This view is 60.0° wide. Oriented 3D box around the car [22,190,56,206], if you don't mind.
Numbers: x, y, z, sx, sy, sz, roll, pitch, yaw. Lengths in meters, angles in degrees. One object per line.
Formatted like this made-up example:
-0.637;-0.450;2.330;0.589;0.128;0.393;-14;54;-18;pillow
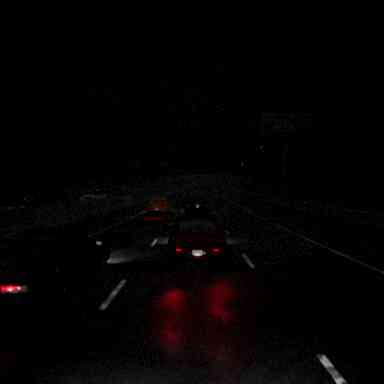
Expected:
-20.210;0.732;44.256;2.150;2.045;5.566;0;1;2;car

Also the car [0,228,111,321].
-3.359;1.536;7.593;2.033;1.411;5.357;0;0;0;car

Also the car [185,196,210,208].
0.504;1.152;29.097;2.097;1.767;4.553;0;1;1;car

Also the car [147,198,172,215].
-2.953;1.250;30.826;1.882;1.535;5.008;0;1;2;car

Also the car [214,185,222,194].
6.605;-0.227;84.025;2.128;1.511;4.902;0;3;4;car

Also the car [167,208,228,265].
0.180;1.500;11.504;1.812;1.442;4.674;0;0;1;car

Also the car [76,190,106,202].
-13.190;0.721;44.728;2.150;2.045;5.566;0;1;2;car

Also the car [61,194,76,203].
-16.609;1.023;46.472;1.994;1.385;4.181;0;1;3;car
